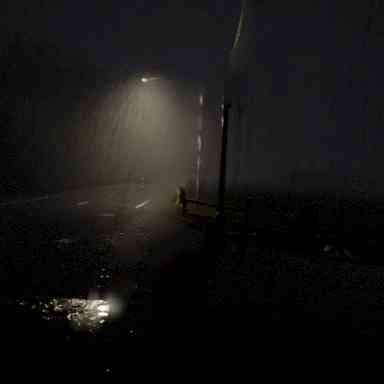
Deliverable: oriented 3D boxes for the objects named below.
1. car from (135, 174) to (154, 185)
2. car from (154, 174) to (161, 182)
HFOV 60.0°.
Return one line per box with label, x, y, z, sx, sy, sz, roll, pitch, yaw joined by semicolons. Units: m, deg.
car;-7.502;-1.923;51.523;1.837;1.490;4.892;3;2;1
car;-7.227;-2.782;66.126;2.128;1.511;4.902;3;3;1
